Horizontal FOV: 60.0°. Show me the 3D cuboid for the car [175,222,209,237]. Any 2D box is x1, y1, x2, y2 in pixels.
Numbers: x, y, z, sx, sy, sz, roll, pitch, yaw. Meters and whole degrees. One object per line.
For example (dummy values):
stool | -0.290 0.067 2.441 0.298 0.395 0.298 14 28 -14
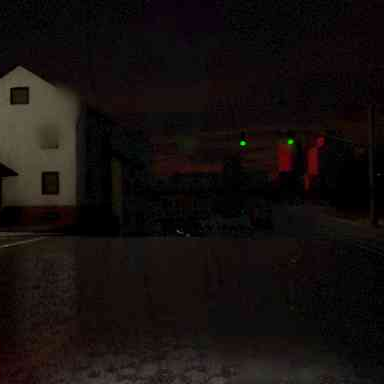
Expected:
car | -0.037 3.562 28.520 2.150 2.045 5.566 -2 -12 6
